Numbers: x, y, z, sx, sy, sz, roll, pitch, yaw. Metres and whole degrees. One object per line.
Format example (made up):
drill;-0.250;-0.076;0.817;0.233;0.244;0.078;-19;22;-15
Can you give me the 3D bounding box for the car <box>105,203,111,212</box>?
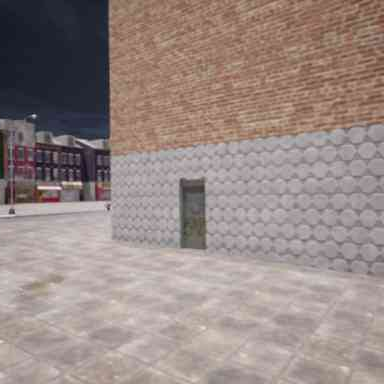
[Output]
car;-6.525;1.268;33.707;1.895;1.301;4.718;-1;0;35
